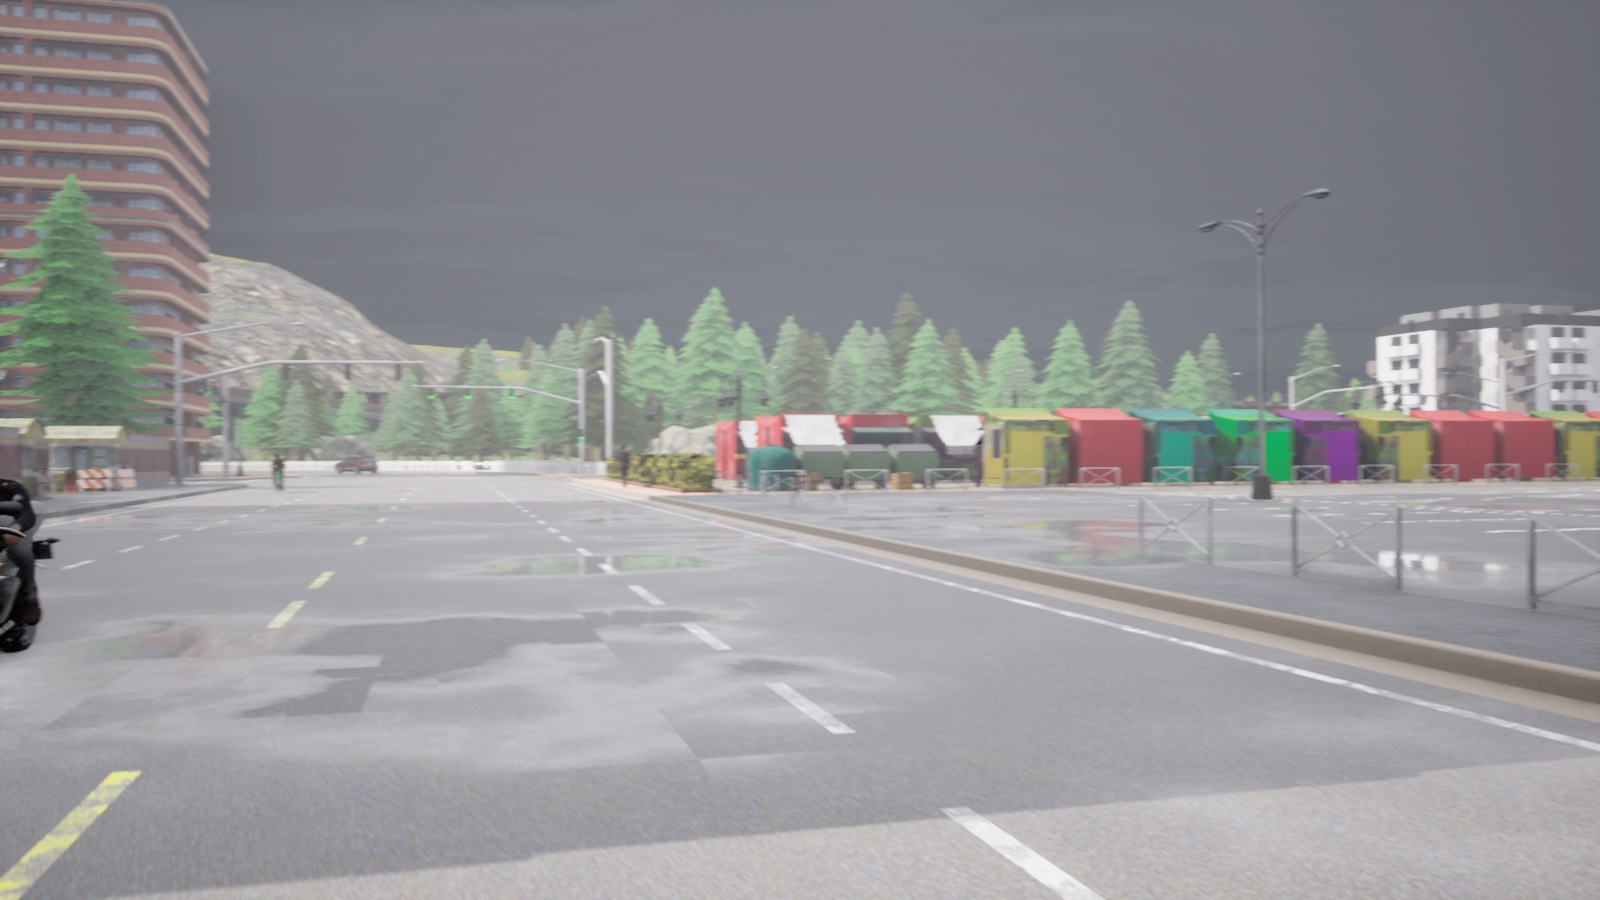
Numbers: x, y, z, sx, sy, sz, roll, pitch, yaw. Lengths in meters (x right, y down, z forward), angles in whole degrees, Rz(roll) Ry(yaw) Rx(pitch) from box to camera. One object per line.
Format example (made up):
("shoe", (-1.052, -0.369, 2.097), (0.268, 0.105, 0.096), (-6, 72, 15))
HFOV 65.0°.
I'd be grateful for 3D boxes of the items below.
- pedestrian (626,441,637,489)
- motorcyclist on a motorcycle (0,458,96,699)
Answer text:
("pedestrian", (-6.798, 0.612, 50.670), (0.395, 1.930, 0.692), (0, 0, -14))
("motorcyclist on a motorcycle", (-5.805, 0.829, 8.959), (0.866, 1.530, 2.191), (0, 0, -15))
